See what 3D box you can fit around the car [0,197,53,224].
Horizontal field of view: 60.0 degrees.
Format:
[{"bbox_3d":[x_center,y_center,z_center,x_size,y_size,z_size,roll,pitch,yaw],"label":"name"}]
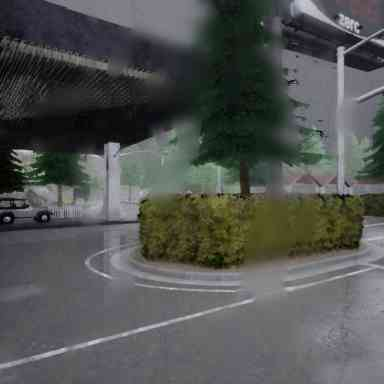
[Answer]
[{"bbox_3d":[-11.994,1.313,23.455,3.866,1.878,1.905,0,0,-36],"label":"car"}]
